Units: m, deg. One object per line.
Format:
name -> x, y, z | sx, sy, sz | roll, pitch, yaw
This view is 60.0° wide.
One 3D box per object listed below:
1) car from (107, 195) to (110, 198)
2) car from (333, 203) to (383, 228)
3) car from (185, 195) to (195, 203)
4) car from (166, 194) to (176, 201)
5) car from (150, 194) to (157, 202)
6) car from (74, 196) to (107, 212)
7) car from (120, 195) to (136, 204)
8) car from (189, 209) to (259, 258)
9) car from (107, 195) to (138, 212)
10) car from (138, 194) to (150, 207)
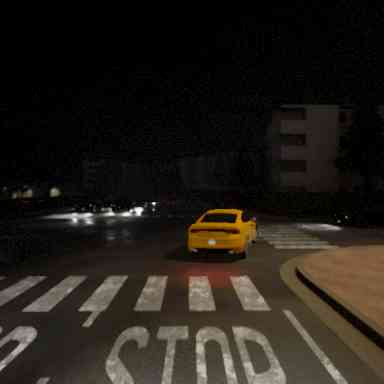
car -> -10.847, 1.191, 44.462 | 1.882, 1.535, 5.008 | 0, 0, 0
car -> 11.619, 1.399, 20.330 | 5.357, 1.411, 2.033 | 0, 0, 0
car -> -0.325, 1.161, 60.049 | 2.033, 1.411, 5.357 | 0, 0, -1
car -> -4.127, 1.070, 65.425 | 2.128, 1.511, 4.902 | 0, 0, -5
car -> -7.462, 1.136, 60.493 | 1.812, 1.442, 4.674 | 0, 0, 0
car -> -10.763, 1.375, 35.032 | 1.895, 1.301, 4.718 | 0, 0, -1
car -> -10.911, 1.198, 56.847 | 1.994, 1.385, 4.181 | 0, 0, 0
car -> 1.349, 1.394, 12.682 | 1.882, 1.535, 5.008 | -1, 0, 17
car -> -7.221, 1.278, 35.094 | 1.837, 1.490, 4.892 | 0, 0, -2
car -> -7.348, 1.204, 44.652 | 2.128, 1.511, 4.902 | 0, 0, 0
